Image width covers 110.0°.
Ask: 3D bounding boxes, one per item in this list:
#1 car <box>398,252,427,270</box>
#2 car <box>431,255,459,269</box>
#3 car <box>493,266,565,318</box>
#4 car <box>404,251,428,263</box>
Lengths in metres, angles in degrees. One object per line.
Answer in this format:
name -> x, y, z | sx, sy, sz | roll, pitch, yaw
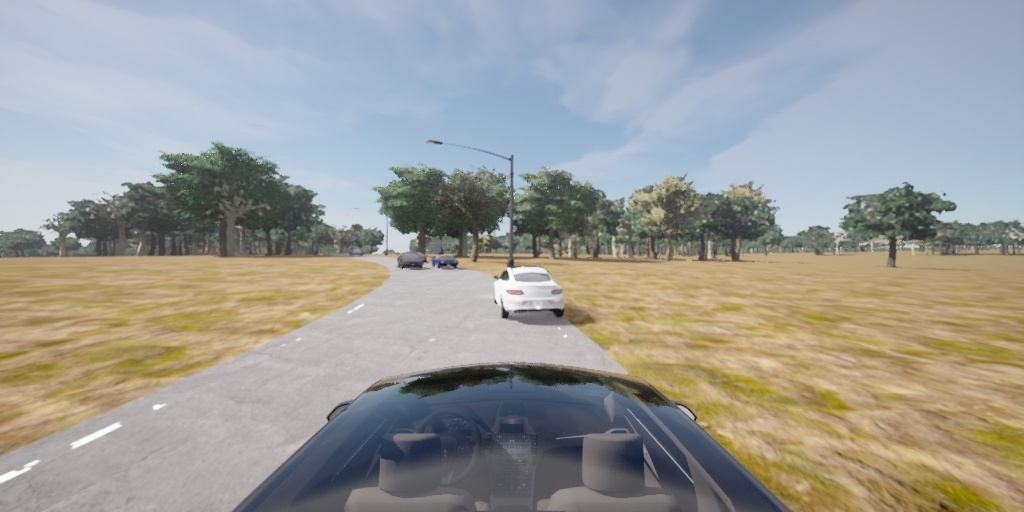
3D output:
car -> -9.483, 0.416, 33.257 | 1.882, 1.535, 5.008 | 0, 2, -22
car -> -6.724, 0.519, 35.248 | 1.895, 1.301, 4.718 | 0, 2, -23
car -> 0.419, 1.047, 11.732 | 1.812, 1.442, 4.674 | 0, 1, -7
car -> -12.746, 0.117, 47.330 | 1.994, 1.385, 4.181 | 0, 2, -31
